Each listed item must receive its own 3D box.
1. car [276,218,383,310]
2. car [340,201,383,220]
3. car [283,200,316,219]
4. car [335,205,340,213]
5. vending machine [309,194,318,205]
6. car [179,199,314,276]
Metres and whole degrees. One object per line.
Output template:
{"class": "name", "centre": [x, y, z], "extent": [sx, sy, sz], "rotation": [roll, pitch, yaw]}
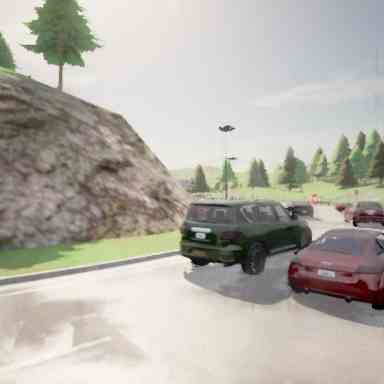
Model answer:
{"class": "car", "centre": [3.995, 1.583, 8.061], "extent": [1.994, 1.385, 4.181], "rotation": [0, 0, 42]}
{"class": "car", "centre": [12.130, 1.405, 23.521], "extent": [2.097, 1.767, 4.553], "rotation": [0, 0, 16]}
{"class": "car", "centre": [9.889, 1.559, 31.057], "extent": [1.882, 1.535, 5.008], "rotation": [0, 0, 6]}
{"class": "car", "centre": [17.053, 1.683, 35.577], "extent": [1.895, 1.301, 4.718], "rotation": [0, 0, 2]}
{"class": "vending machine", "centre": [21.927, 1.346, 60.049], "extent": [1.100, 2.100, 0.880], "rotation": [0, 0, -14]}
{"class": "car", "centre": [1.959, 1.253, 10.825], "extent": [2.150, 2.045, 5.566], "rotation": [0, 0, 40]}
